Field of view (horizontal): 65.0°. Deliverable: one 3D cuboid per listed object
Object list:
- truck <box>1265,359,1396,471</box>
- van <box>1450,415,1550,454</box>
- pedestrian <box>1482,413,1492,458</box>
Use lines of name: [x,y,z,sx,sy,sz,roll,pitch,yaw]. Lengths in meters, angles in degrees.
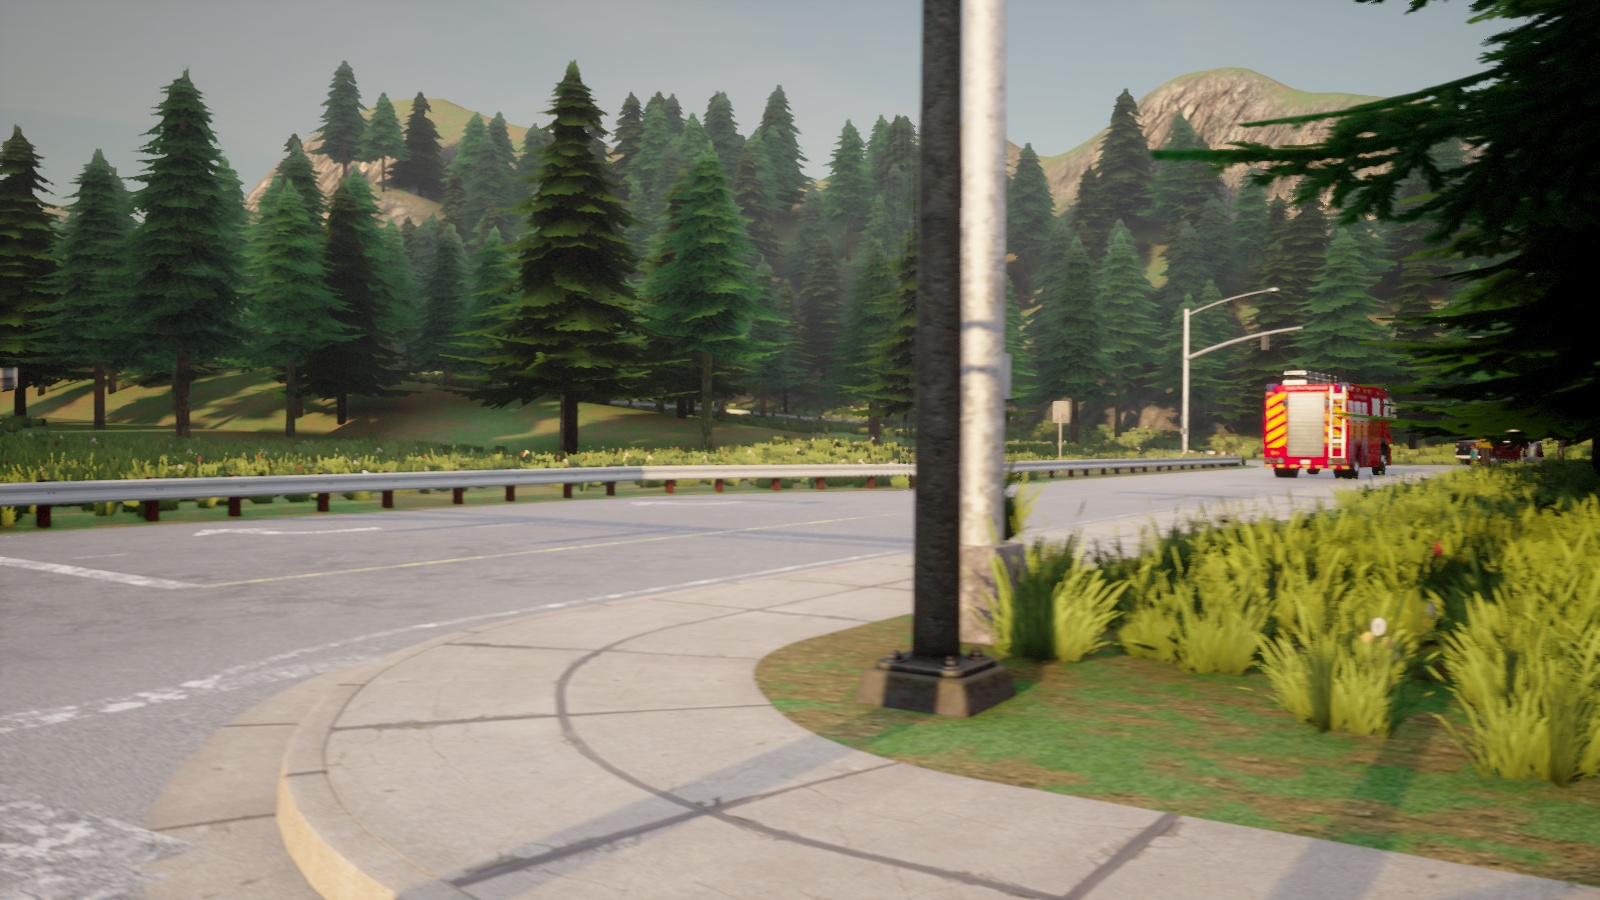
truck: [20.107,-1.270,47.241,2.891,3.827,8.468,0,1,35]
van: [37.726,-0.826,67.730,4.480,2.038,2.069,-1,1,-14]
pedestrian: [28.334,-0.588,51.799,0.370,1.835,0.726,0,1,29]
